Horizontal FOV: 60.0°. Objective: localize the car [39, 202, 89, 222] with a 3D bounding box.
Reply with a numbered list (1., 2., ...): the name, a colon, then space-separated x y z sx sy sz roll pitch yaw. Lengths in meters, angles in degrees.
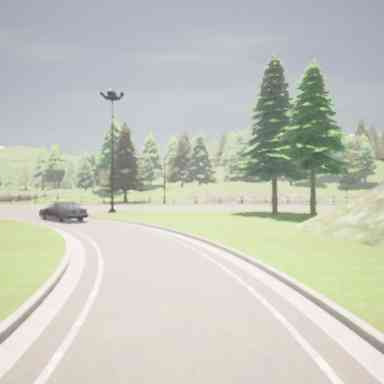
1. car: -9.839 1.479 25.345 2.033 1.411 5.357 0 0 -45
